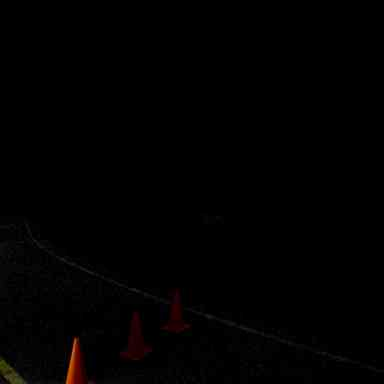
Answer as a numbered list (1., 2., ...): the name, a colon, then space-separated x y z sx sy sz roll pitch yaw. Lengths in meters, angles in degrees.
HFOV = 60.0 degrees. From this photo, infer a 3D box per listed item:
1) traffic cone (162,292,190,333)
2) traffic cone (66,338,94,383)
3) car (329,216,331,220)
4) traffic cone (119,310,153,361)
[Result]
1. traffic cone: -0.257 1.931 5.451 0.340 0.580 0.340 1 1 31
2. traffic cone: -1.296 1.945 3.750 0.340 0.580 0.340 1 1 31
3. car: 35.619 6.632 82.738 1.851 1.617 3.988 -4 -3 4
4. traffic cone: -0.776 1.938 4.601 0.340 0.580 0.340 1 1 32
